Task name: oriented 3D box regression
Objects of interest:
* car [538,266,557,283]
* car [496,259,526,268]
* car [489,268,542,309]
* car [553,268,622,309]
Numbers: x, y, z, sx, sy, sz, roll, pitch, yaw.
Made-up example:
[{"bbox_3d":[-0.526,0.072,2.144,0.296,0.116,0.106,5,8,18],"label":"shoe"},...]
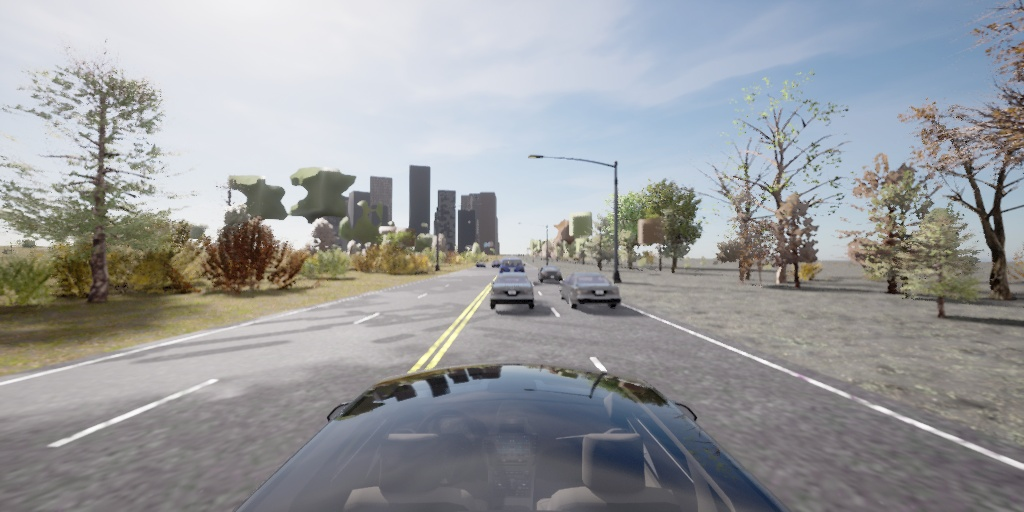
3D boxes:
[{"bbox_3d":[3.259,1.551,31.192,1.812,1.442,4.674,0,0,0],"label":"car"},{"bbox_3d":[0.009,1.241,30.832,2.150,2.045,5.566,0,0,0],"label":"car"},{"bbox_3d":[0.004,1.431,15.816,2.033,1.411,5.357,0,-1,0],"label":"car"},{"bbox_3d":[3.252,1.427,15.817,2.033,1.411,5.357,0,-1,0],"label":"car"}]
